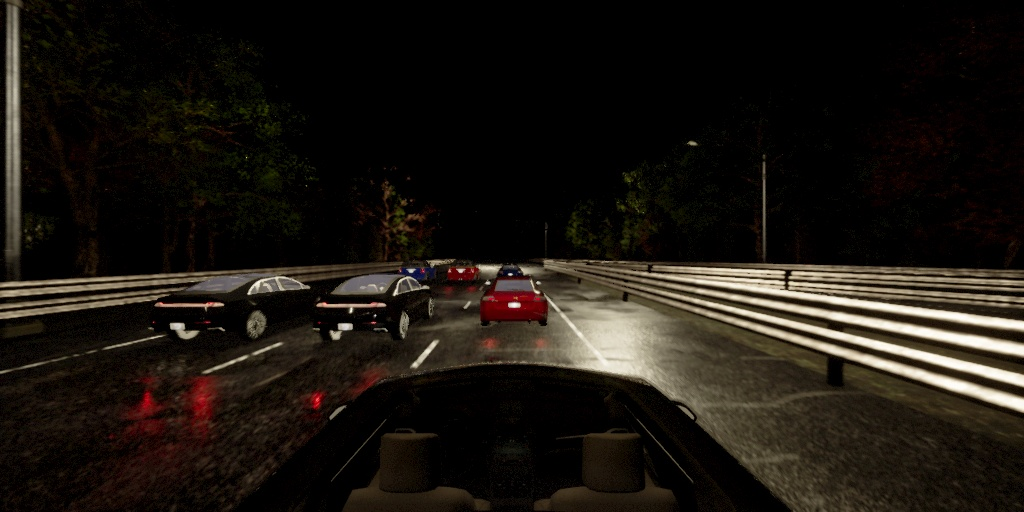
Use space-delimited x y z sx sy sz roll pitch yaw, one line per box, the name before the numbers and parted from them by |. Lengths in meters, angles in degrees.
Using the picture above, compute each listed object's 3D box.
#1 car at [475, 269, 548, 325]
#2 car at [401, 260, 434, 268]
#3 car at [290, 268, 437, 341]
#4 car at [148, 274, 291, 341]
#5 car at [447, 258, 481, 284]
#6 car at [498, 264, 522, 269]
car | 0.052 1.313 11.805 1.994 1.385 4.181 0 0 0
car | -7.139 1.107 27.393 2.097 1.767 4.553 0 0 -1
car | -3.435 1.242 9.790 2.128 1.511 4.902 0 0 0
car | -6.935 1.243 9.847 2.128 1.511 4.902 0 0 0
car | -3.639 1.106 27.365 2.097 1.767 4.553 0 0 -1
car | -0.153 1.317 28.238 1.994 1.385 4.181 0 0 -1
